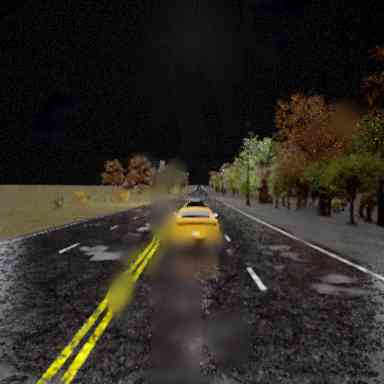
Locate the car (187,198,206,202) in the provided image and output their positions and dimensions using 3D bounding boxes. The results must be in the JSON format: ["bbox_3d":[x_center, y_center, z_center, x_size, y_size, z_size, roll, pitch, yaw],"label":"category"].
[{"bbox_3d":[0.442,1.351,36.595,2.128,1.511,4.902,0,0,1],"label":"car"}]

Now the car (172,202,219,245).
[{"bbox_3d":[0.166,1.426,15.141,1.882,1.535,5.008,0,0,0],"label":"car"}]
